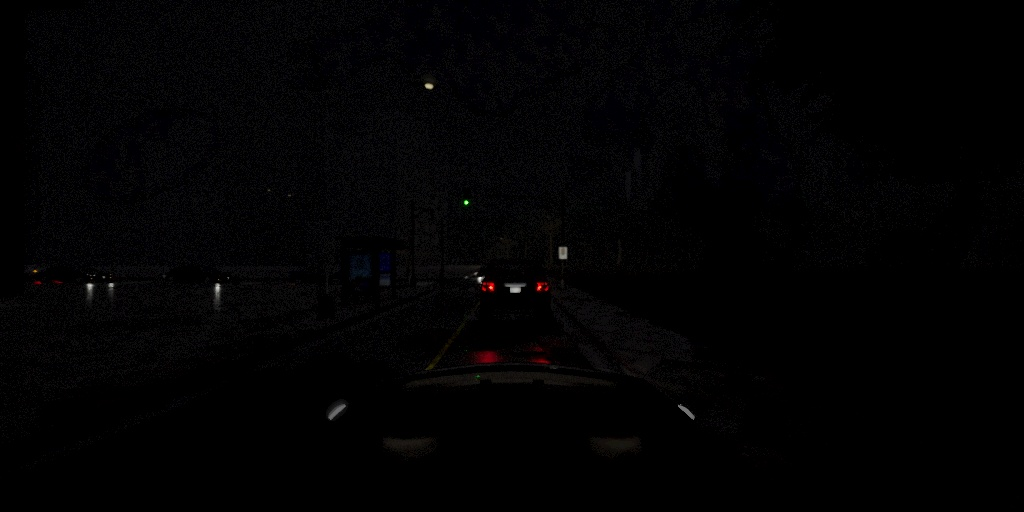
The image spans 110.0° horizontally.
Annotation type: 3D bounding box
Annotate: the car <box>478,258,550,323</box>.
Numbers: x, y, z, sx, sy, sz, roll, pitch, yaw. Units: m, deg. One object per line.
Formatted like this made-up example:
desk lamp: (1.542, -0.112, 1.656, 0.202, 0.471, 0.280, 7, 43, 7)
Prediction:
car: (0.098, 1.101, 12.853, 2.150, 2.045, 5.566, 0, -1, 0)

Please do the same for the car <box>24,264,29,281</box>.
car: (-44.352, 1.497, 32.680, 4.674, 1.442, 1.812, 0, 0, 2)

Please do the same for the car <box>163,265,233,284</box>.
car: (-25.360, 1.515, 29.061, 4.892, 1.490, 1.837, 0, 0, 1)

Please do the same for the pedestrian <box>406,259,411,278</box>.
pedestrian: (-10.091, 1.213, 34.915, 0.375, 1.860, 0.375, 0, 0, 1)

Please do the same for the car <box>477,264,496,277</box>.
car: (-3.107, 1.779, 44.333, 2.033, 1.411, 5.357, 0, -1, 0)

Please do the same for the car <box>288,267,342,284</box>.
car: (-15.173, 1.513, 28.808, 5.008, 1.535, 1.882, 0, 0, 0)

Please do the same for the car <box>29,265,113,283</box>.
car: (-35.733, 1.489, 29.332, 4.892, 1.490, 1.837, 0, 0, 2)
